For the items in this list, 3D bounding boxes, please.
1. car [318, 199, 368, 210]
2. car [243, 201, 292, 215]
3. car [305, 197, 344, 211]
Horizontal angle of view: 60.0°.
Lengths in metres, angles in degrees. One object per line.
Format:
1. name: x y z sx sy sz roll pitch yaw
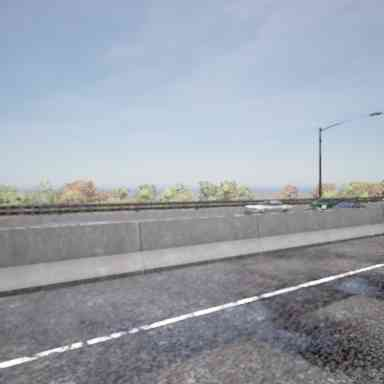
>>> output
1. car: 11.858 1.462 25.212 4.181 1.385 1.994 0 0 -35
2. car: 6.906 1.486 30.285 4.718 1.301 1.895 0 0 -35
3. car: 12.159 1.233 29.707 4.553 1.767 2.097 0 0 -35
